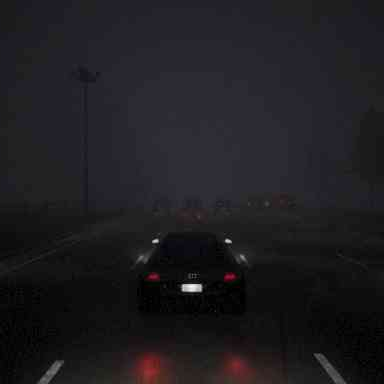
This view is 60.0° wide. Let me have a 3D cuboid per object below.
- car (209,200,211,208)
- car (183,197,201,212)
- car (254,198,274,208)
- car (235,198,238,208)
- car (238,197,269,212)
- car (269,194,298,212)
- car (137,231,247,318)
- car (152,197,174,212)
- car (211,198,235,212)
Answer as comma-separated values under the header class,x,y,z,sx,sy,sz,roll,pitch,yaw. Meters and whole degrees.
class,x,y,z,sx,sy,sz,roll,pitch,yaw
car,3.494,1.601,48.895,1.895,1.301,4.718,0,0,0
car,0.001,1.352,38.861,2.097,1.767,4.553,0,0,0
car,10.494,1.601,48.872,1.895,1.301,4.718,0,0,0
car,6.990,1.547,48.161,2.033,1.411,5.357,0,0,0
car,6.998,1.352,38.421,2.097,1.767,4.553,0,0,0
car,10.499,1.221,38.371,2.150,2.045,5.566,0,0,0
car,-0.002,1.564,7.539,1.994,1.385,4.181,0,0,0
car,-3.499,1.505,38.878,1.837,1.490,4.892,0,0,0
car,3.498,1.505,38.623,1.837,1.490,4.892,0,0,0
